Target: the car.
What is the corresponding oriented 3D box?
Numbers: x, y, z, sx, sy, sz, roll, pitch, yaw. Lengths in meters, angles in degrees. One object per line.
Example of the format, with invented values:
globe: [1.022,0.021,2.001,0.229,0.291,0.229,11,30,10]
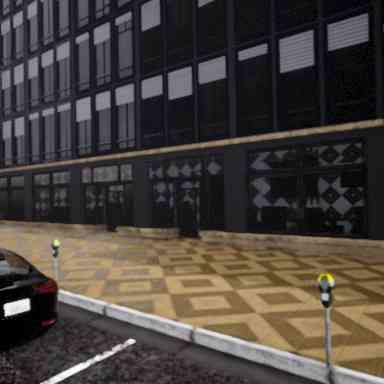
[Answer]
car: [-4.067,1.629,5.747,4.313,1.339,1.947,-1,-1,35]
